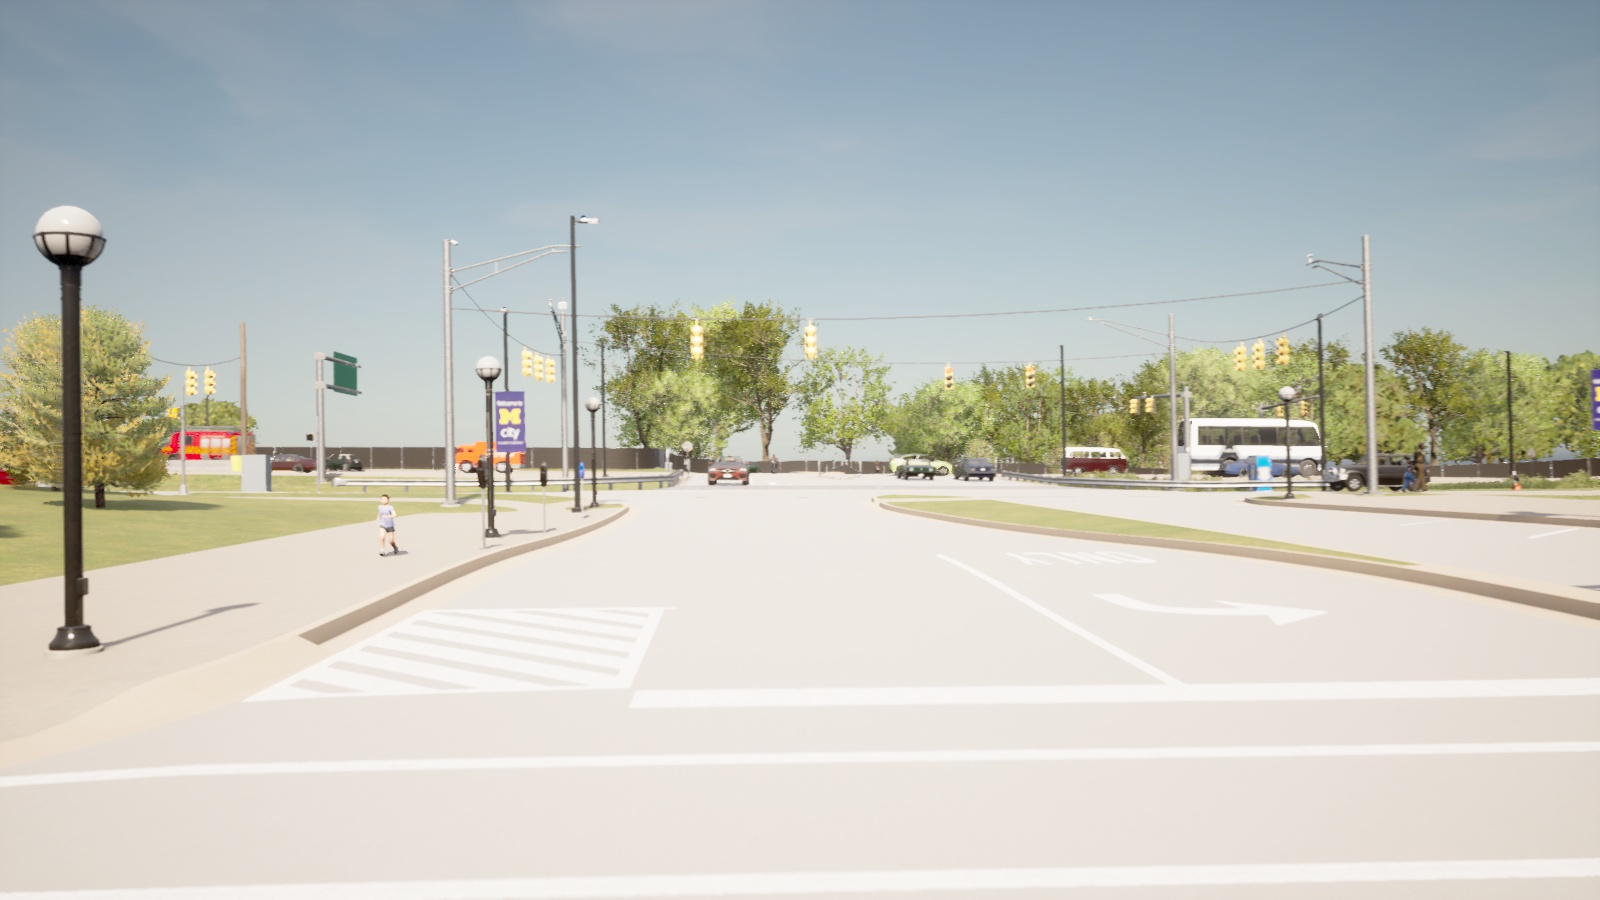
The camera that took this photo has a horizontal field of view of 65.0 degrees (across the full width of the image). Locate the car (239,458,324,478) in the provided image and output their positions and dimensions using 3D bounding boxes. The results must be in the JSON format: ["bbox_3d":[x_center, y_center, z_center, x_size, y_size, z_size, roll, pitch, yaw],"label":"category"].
[{"bbox_3d":[-37.619,1.300,91.256,5.357,1.411,2.033,0,-1,-2],"label":"car"}]

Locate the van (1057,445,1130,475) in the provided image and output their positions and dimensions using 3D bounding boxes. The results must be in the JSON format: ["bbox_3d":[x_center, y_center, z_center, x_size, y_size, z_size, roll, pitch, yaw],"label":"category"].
[{"bbox_3d":[20.243,0.692,86.757,4.480,2.038,2.069,0,-1,-3],"label":"van"}]

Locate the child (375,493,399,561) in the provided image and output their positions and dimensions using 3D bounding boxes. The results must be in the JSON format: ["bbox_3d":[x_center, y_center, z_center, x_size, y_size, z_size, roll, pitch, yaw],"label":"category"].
[{"bbox_3d":[-6.860,1.269,20.849,0.255,1.110,0.394,-2,-1,-2],"label":"child"}]

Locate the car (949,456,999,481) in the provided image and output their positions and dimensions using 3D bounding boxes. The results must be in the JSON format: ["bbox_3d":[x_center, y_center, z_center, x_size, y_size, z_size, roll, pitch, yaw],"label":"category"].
[{"bbox_3d":[10.803,1.128,78.409,2.033,1.411,5.357,0,0,-4],"label":"car"}]

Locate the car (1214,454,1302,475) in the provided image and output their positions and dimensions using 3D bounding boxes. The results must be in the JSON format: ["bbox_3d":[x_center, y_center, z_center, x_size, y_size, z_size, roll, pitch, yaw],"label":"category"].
[{"bbox_3d":[31.781,0.989,87.251,5.357,1.411,2.033,0,-1,-2],"label":"car"}]

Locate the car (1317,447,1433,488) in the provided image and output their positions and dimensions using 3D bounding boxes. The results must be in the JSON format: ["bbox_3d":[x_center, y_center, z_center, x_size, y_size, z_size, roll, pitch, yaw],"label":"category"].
[{"bbox_3d":[27.170,0.827,59.449,4.605,1.855,1.932,-1,-1,-2],"label":"car"}]

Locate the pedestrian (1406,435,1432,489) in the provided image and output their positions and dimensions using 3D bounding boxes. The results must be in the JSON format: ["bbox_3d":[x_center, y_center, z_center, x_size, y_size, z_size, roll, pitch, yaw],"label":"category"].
[{"bbox_3d":[22.644,0.441,45.943,0.692,1.930,0.395,-2,-1,-3],"label":"pedestrian"}]

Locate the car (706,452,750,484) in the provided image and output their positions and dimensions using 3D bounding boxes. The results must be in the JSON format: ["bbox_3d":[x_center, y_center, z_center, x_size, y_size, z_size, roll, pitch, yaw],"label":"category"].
[{"bbox_3d":[-3.915,0.972,68.960,2.152,1.651,5.027,0,-1,-1],"label":"car"}]

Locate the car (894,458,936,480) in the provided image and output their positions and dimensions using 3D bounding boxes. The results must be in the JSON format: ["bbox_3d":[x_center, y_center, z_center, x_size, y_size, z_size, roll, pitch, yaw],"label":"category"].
[{"bbox_3d":[7.229,1.175,79.379,1.895,1.301,4.718,0,1,-4],"label":"car"}]

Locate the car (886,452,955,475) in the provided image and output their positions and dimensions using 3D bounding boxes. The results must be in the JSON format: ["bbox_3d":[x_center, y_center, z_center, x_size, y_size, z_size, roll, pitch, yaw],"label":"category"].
[{"bbox_3d":[8.244,0.933,86.222,4.514,1.525,2.007,0,1,-3],"label":"car"}]

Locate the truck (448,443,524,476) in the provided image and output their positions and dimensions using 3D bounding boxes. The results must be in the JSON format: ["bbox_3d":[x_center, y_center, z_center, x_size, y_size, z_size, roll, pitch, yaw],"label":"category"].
[{"bbox_3d":[-23.785,0.757,95.368,5.204,2.467,2.627,0,-1,-2],"label":"truck"}]

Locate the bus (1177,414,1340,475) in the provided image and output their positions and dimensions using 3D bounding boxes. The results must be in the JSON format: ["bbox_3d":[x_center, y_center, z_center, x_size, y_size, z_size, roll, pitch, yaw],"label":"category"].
[{"bbox_3d":[33.040,-0.372,90.835,10.273,4.253,3.944,0,-1,-2],"label":"bus"}]

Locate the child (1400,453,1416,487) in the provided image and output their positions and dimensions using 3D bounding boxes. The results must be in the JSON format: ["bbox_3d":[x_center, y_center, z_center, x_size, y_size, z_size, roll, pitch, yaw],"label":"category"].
[{"bbox_3d":[22.820,0.746,47.124,0.437,1.263,0.270,-1,-1,-17],"label":"child"}]
